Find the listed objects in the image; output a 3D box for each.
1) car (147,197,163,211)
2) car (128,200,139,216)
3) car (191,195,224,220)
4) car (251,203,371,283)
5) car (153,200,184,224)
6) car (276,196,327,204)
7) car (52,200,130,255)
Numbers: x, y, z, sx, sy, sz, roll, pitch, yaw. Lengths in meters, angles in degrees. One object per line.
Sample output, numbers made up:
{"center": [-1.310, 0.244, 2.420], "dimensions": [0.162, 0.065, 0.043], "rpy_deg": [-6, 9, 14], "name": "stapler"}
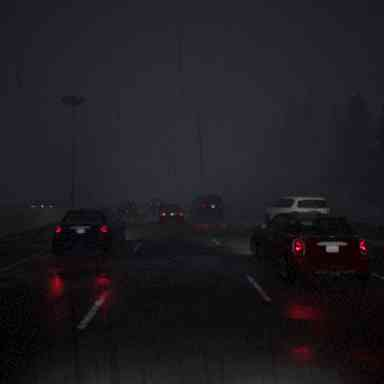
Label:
{"center": [-4.506, 1.463, 41.866], "dimensions": [2.097, 1.767, 4.553], "rpy_deg": [0, 0, -12], "name": "car"}
{"center": [-6.435, 1.584, 33.453], "dimensions": [2.128, 1.511, 4.902], "rpy_deg": [0, 0, -9], "name": "car"}
{"center": [1.294, 1.293, 29.513], "dimensions": [2.150, 2.045, 5.566], "rpy_deg": [0, 0, -8], "name": "car"}
{"center": [3.211, 1.372, 9.982], "dimensions": [2.097, 1.767, 4.553], "rpy_deg": [0, 0, -3], "name": "car"}
{"center": [-1.716, 1.614, 25.767], "dimensions": [2.033, 1.411, 5.357], "rpy_deg": [0, 0, -8], "name": "car"}
{"center": [6.035, 1.261, 19.534], "dimensions": [2.150, 2.045, 5.566], "rpy_deg": [0, 0, -5], "name": "car"}
{"center": [-4.028, 1.392, 13.707], "dimensions": [2.097, 1.767, 4.553], "rpy_deg": [0, 0, -4], "name": "car"}
